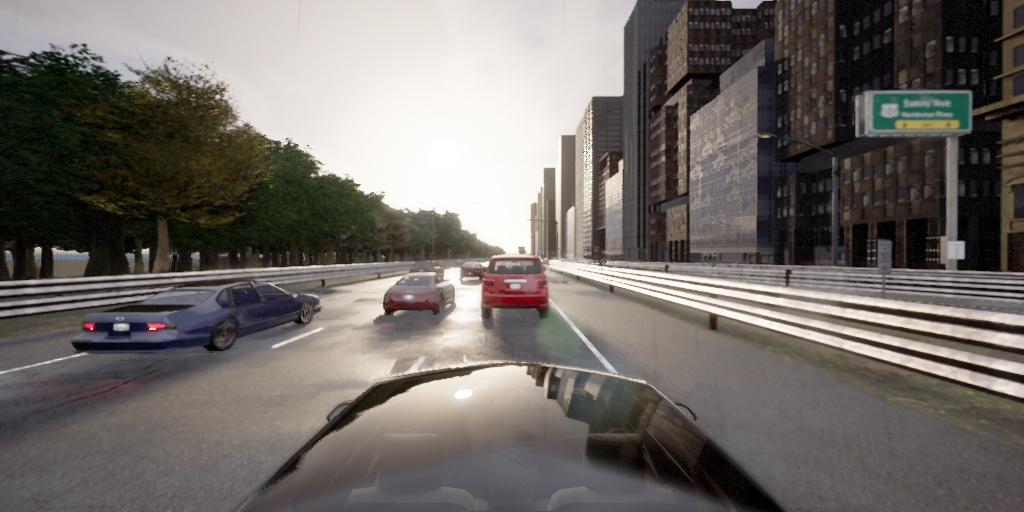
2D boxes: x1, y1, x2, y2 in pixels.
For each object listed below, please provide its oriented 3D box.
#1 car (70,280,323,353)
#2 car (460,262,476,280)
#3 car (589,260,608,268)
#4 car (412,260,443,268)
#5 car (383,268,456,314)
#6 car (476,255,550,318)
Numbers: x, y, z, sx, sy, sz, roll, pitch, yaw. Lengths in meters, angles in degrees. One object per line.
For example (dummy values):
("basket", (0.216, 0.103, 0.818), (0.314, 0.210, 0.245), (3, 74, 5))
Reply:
("car", (-6.899, 1.307, 8.843), (2.033, 1.411, 5.357), (0, 0, 0))
("car", (-3.400, 1.277, 31.478), (1.882, 1.535, 5.008), (0, 0, 0))
("car", (11.670, 1.340, 50.213), (2.033, 1.649, 4.856), (0, 0, -15))
("car", (-6.898, 1.147, 29.636), (2.097, 1.767, 4.553), (0, 0, 0))
("car", (-3.400, 1.331, 13.831), (1.994, 1.385, 4.181), (0, 0, 0))
("car", (0.100, 0.987, 13.154), (2.150, 2.045, 5.566), (0, 0, 0))
